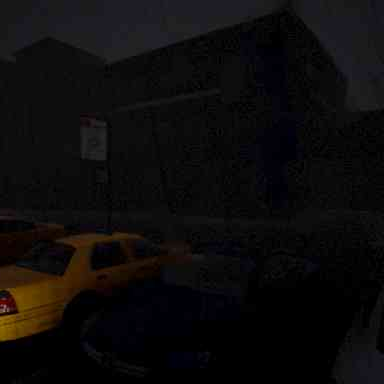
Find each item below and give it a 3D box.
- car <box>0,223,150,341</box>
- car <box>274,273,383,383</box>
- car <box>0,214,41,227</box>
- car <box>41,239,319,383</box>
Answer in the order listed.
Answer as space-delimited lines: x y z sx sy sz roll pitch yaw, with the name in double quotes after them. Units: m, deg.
-1.605 1.463 6.728 1.946 1.575 5.366 0 0 36 "car"
2.705 1.522 3.423 2.002 1.452 4.674 0 0 35 "car"
-6.233 1.473 9.807 2.097 1.535 5.008 0 0 36 "car"
0.545 1.510 4.970 2.002 1.452 4.674 0 0 35 "car"
